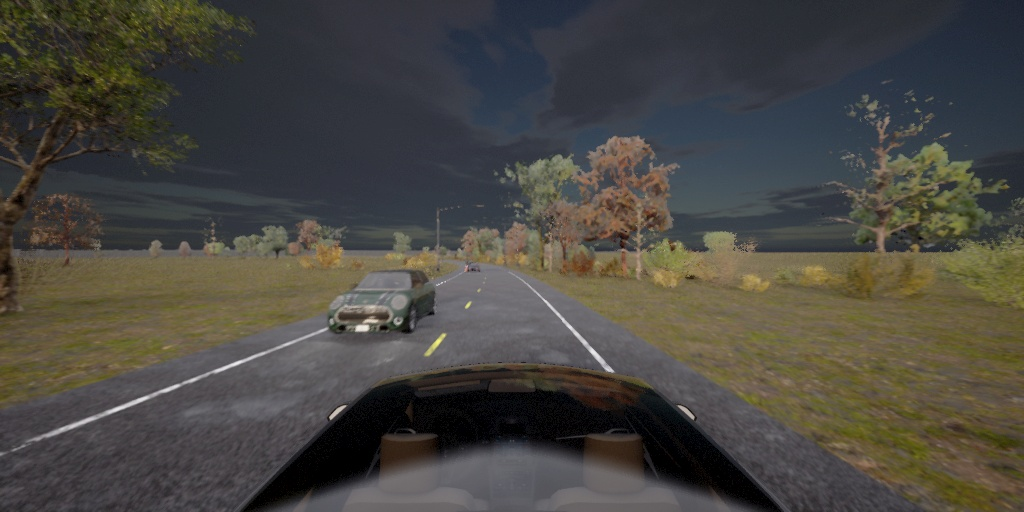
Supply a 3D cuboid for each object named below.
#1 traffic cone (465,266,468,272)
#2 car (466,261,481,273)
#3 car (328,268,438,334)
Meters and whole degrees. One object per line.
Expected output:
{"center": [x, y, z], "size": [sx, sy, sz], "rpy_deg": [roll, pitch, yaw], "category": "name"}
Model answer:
{"center": [-7.376, 2.205, 57.550], "size": [0.340, 0.580, 0.340], "rpy_deg": [0, 0, -5], "category": "traffic cone"}
{"center": [-5.708, 1.779, 53.620], "size": [1.994, 1.385, 4.181], "rpy_deg": [0, 0, -4], "category": "car"}
{"center": [-3.692, 1.197, 11.017], "size": [2.097, 1.767, 4.553], "rpy_deg": [0, -1, -1], "category": "car"}
